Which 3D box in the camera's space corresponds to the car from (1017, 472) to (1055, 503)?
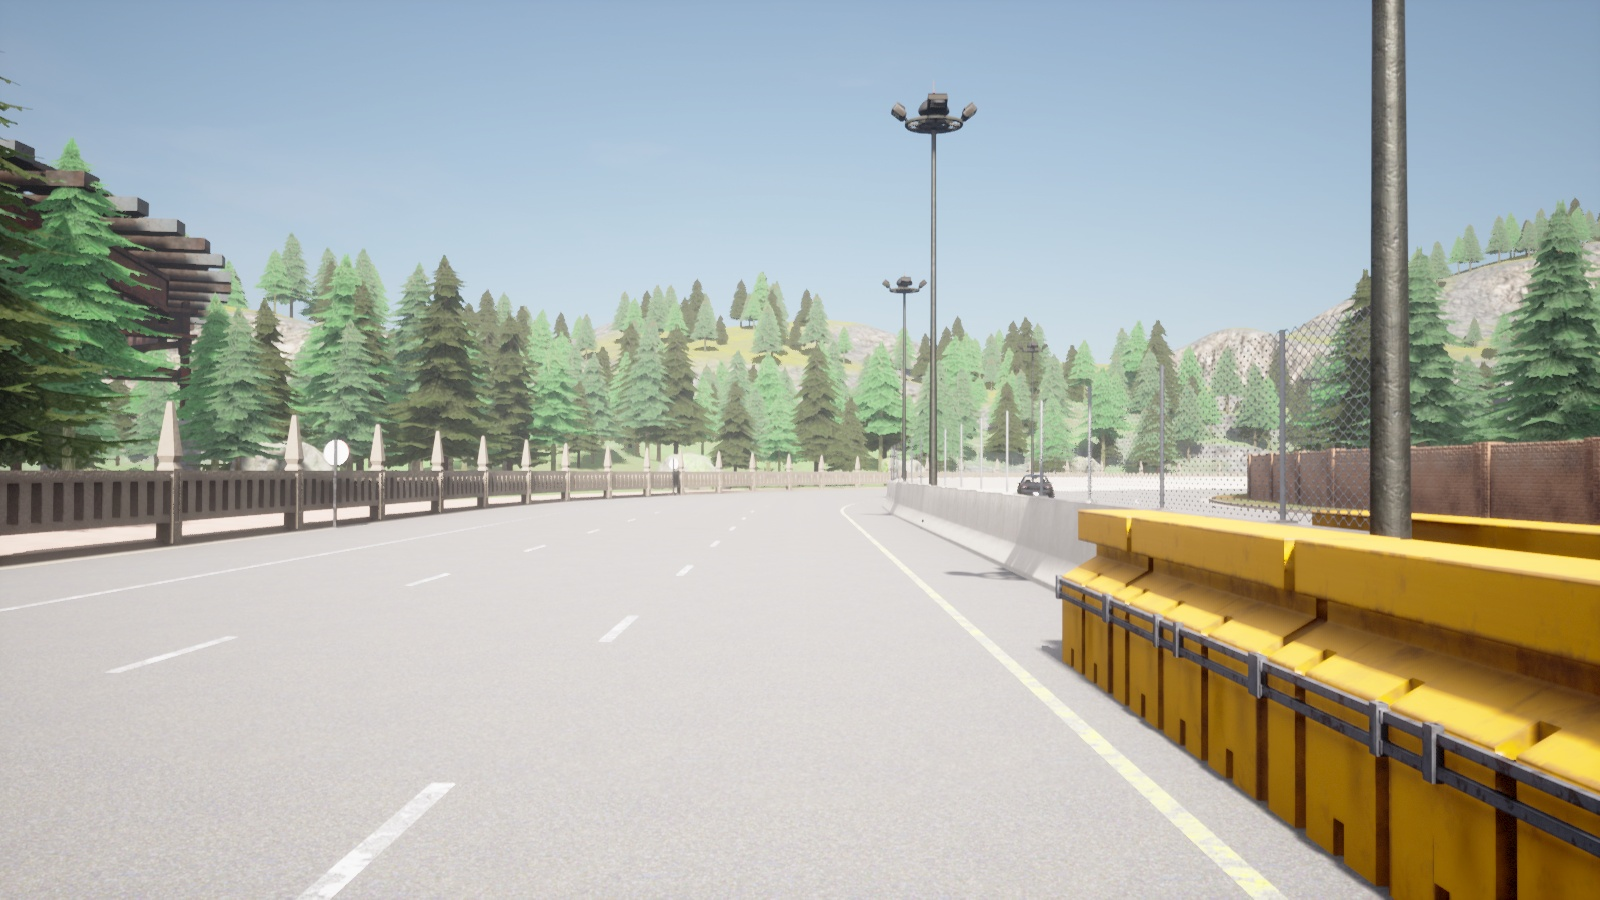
[{"bbox_3d":[11.736,1.855,62.640,1.816,1.474,4.193,-1,-1,10],"label":"car"}]
